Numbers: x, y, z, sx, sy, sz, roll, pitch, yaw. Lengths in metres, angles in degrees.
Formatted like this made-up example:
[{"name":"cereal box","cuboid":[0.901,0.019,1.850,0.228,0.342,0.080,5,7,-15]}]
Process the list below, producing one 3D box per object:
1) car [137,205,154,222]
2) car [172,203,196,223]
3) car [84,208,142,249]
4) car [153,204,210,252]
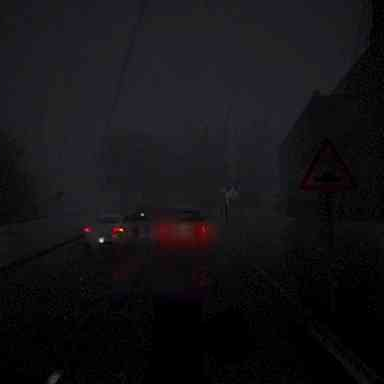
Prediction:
[{"name":"car","cuboid":[-3.891,1.789,28.321,1.994,1.385,4.181,-1,0,1]},{"name":"car","cuboid":[-0.640,1.719,28.684,1.812,1.442,4.674,-1,0,2]},{"name":"car","cuboid":[-3.648,1.698,15.432,1.812,1.442,4.674,0,-1,-2]},{"name":"car","cuboid":[-0.384,1.498,14.904,2.097,1.767,4.553,0,0,-2]}]
